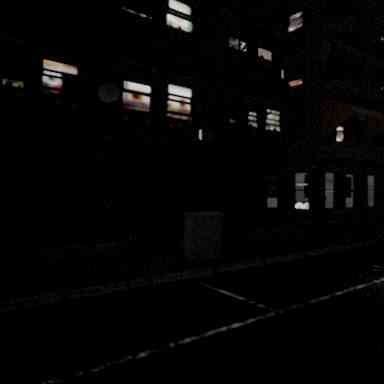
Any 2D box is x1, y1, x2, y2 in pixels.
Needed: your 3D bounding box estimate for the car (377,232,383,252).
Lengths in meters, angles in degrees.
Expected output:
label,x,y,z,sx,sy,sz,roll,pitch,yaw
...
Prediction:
label,x,y,z,sx,sy,sz,roll,pitch,yaw
car,8.888,1.627,12.900,4.206,1.307,1.802,0,0,-36
